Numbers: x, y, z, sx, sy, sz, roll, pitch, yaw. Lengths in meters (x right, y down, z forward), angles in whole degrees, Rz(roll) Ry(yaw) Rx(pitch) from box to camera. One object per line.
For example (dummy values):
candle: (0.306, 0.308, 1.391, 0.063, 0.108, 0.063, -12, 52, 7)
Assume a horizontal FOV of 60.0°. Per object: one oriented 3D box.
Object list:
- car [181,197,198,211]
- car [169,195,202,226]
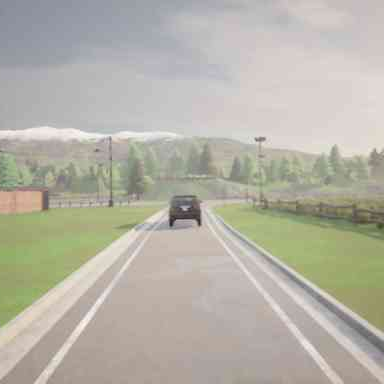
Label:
car: (-0.304, 1.465, 41.536, 1.837, 1.490, 4.892, -1, 1, 3)
car: (-0.446, 1.197, 23.517, 2.150, 2.045, 5.566, -1, 0, 0)
